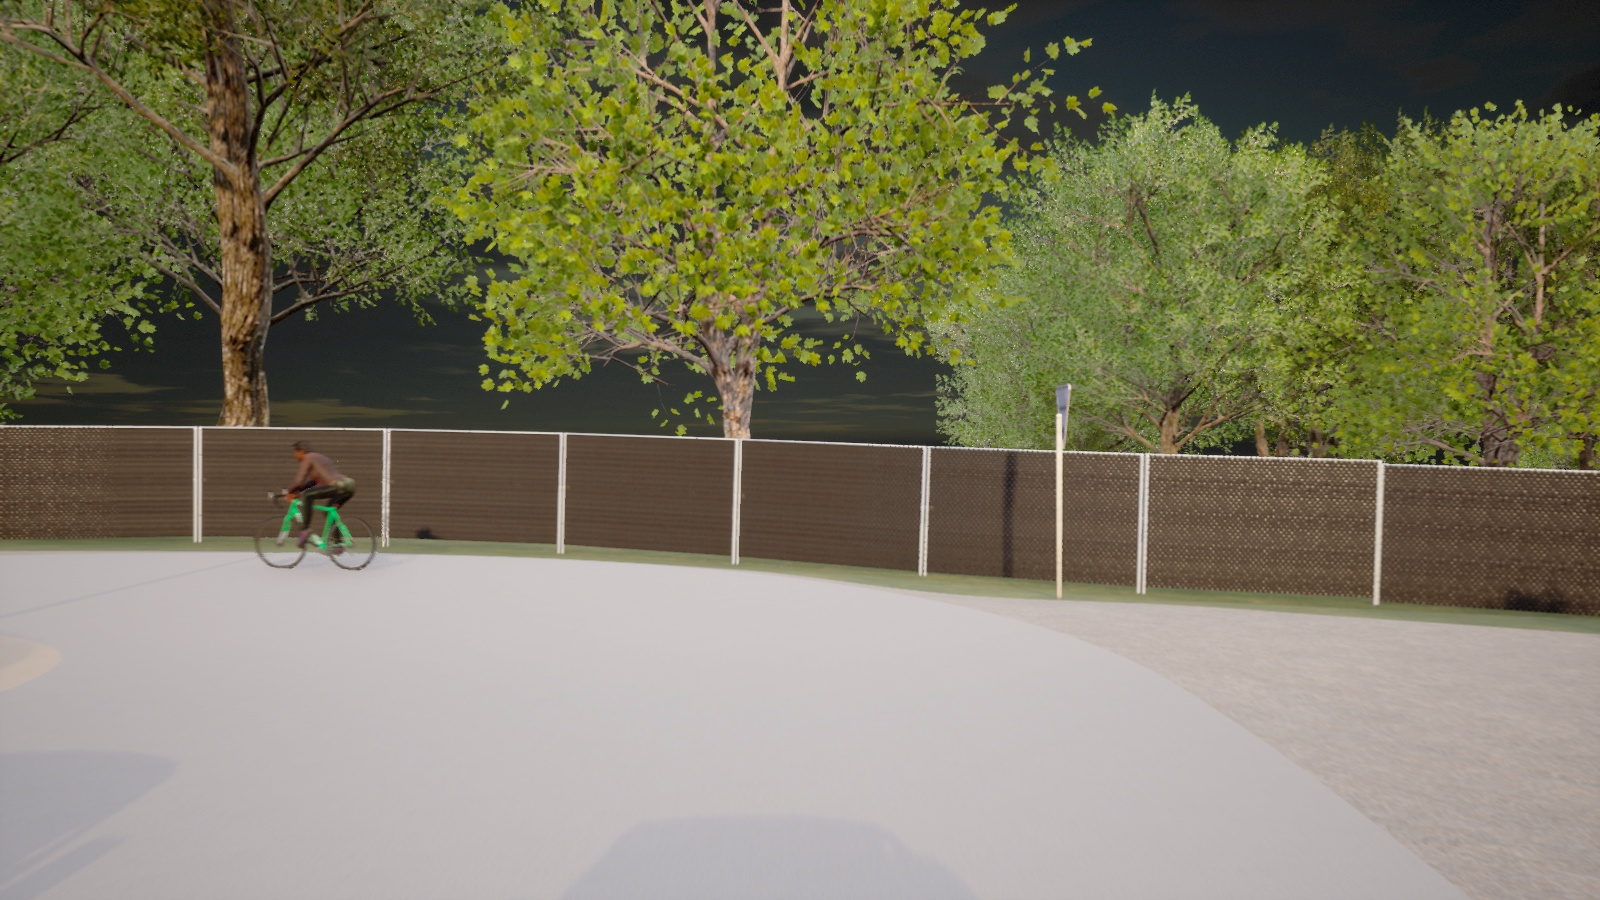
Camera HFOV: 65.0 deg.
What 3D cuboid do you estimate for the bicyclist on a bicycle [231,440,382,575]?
[{"bbox_3d":[-6.093,0.691,15.543,1.656,1.620,0.582,0,2,11],"label":"bicyclist on a bicycle"}]
